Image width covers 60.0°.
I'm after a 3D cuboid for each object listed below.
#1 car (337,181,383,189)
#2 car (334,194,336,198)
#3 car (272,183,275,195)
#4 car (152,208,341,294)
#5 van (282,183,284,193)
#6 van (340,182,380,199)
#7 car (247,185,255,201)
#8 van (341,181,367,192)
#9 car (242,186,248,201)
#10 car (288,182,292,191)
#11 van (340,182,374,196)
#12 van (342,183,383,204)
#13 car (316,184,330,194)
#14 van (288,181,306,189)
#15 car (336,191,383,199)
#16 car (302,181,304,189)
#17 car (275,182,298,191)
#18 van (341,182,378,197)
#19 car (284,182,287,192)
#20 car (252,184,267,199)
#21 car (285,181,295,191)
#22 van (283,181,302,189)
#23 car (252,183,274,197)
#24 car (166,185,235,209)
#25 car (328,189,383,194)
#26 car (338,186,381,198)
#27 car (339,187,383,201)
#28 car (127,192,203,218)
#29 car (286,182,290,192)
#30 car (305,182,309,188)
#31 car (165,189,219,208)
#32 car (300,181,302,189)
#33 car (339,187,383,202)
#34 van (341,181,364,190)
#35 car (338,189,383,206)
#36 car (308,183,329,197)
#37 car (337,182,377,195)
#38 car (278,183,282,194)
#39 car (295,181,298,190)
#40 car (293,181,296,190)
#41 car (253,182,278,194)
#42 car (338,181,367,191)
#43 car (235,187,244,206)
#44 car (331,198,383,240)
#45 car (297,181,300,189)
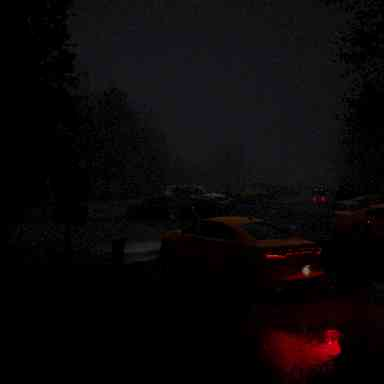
[{"bbox_3d":[15.584,0.335,29.402,5.566,2.045,2.435,1,3,24],"label":"car"},{"bbox_3d":[10.999,1.087,19.339,4.792,1.488,2.163,1,3,24],"label":"car"},{"bbox_3d":[8.169,-0.077,44.916,4.892,1.521,2.231,1,3,24],"label":"car"},{"bbox_3d":[0.934,1.365,8.580,1.882,1.535,5.008,2,-1,-31],"label":"car"},{"bbox_3d":[11.689,-0.594,52.452,4.442,1.987,1.878,1,2,24],"label":"van"},{"bbox_3d":[21.116,-0.195,42.064,4.442,1.987,1.878,1,2,24],"label":"van"},{"bbox_3d":[3.467,0.370,34.876,5.366,1.575,1.946,1,3,24],"label":"car"},{"bbox_3d":[31.579,-1.046,64.835,4.442,1.987,1.878,1,2,24],"label":"van"},{"bbox_3d":[2.506,0.495,32.268,4.892,1.521,2.231,1,3,24],"label":"car"},{"bbox_3d":[14.963,-0.624,60.115,4.792,1.488,2.163,1,2,24],"label":"car"},{"bbox_3d":[24.515,-0.481,49.660,4.442,1.987,1.878,1,2,24],"label":"van"},{"bbox_3d":[17.981,0.122,34.529,4.442,1.987,1.878,1,3,24],"label":"van"},{"bbox_3d":[22.455,-0.529,56.857,1.882,1.535,5.008,1,2,24],"label":"car"},{"bbox_3d":[28.506,-1.939,90.506,4.442,1.987,1.878,1,1,24],"label":"van"},{"bbox_3d":[9.971,1.046,16.896,4.553,1.767,2.185,1,3,24],"label":"car"},{"bbox_3d":[22.935,-1.314,77.825,5.008,1.535,2.097,1,2,24],"label":"car"},{"bbox_3d":[20.640,-1.251,72.768,4.553,1.767,2.185,1,2,24],"label":"car"},{"bbox_3d":[23.594,-0.383,47.038,4.442,1.987,1.878,1,2,24],"label":"van"},{"bbox_3d":[12.692,-0.435,55.052,4.792,1.488,2.163,1,2,24],"label":"car"},{"bbox_3d":[5.788,0.130,40.047,5.366,1.575,1.946,1,3,24],"label":"car"},{"bbox_3d":[15.956,-0.754,62.710,5.366,1.575,1.946,1,2,24],"label":"car"},{"bbox_3d":[25.106,-1.730,82.925,4.442,1.987,1.878,1,2,24],"label":"van"},{"bbox_3d":[7.212,0.028,42.314,5.366,1.575,1.946,1,3,24],"label":"car"},{"bbox_3d":[0.254,0.481,27.186,5.566,2.045,2.435,1,3,24],"label":"car"},{"bbox_3d":[13.123,0.816,24.451,5.366,1.575,1.946,1,3,24],"label":"car"},{"bbox_3d":[22.359,-0.065,44.567,5.008,1.535,2.097,1,2,24],"label":"car"},{"bbox_3d":[20.115,0.162,39.509,4.792,1.488,2.163,1,2,24],"label":"car"},{"bbox_3d":[-2.069,0.997,22.162,4.792,1.488,2.163,1,3,24],"label":"car"},{"bbox_3d":[13.827,-0.530,57.584,4.792,1.488,2.163,1,2,24],"label":"car"},{"bbox_3d":[26.374,-1.848,85.396,5.566,2.045,2.435,1,2,24],"label":"car"},{"bbox_3d":[-0.902,0.850,24.677,5.008,1.535,2.097,1,3,24],"label":"car"},{"bbox_3d":[21.776,-1.346,75.299,4.553,1.767,2.185,1,2,24],"label":"car"},{"bbox_3d":[19.035,0.264,37.103,4.792,1.488,2.163,1,3,24],"label":"car"},{"bbox_3d":[36.112,-1.423,74.939,4.442,1.987,1.878,1,2,24],"label":"van"},{"bbox_3d":[16.666,0.496,31.962,4.792,1.488,2.163,1,3,24],"label":"car"},{"bbox_3d":[18.241,-0.165,47.468,2.128,1.511,4.902,1,2,24],"label":"car"},{"bbox_3d":[25.729,-0.599,52.148,5.566,2.045,2.435,1,2,24],"label":"car"},{"bbox_3d":[10.473,-0.246,49.965,4.792,1.488,2.163,1,2,24],"label":"car"},{"bbox_3d":[18.391,-0.935,67.699,4.892,1.521,2.231,1,2,24],"label":"car"},{"bbox_3d":[17.267,-0.841,65.162,4.892,1.521,2.231,1,2,24],"label":"car"},{"bbox_3d":[9.340,-0.304,47.430,4.553,1.767,2.185,1,2,24],"label":"car"},{"bbox_3d":[34.847,-1.357,72.471,5.566,2.045,2.435,1,2,24],"label":"car"},{"bbox_3d":[1.534,0.613,29.664,5.366,1.575,1.946,1,3,24],"label":"car"},{"bbox_3d":[8.805,1.289,14.390,5.008,1.535,2.097,1,3,24],"label":"car"},{"bbox_3d":[19.364,-1.037,70.304,5.366,1.575,1.946,1,2,24],"label":"car"}]
